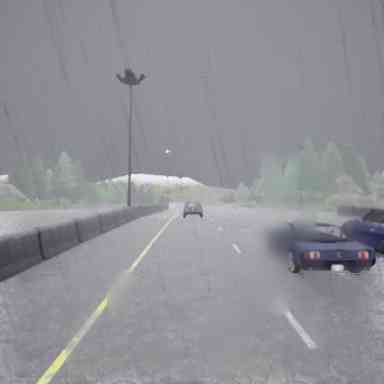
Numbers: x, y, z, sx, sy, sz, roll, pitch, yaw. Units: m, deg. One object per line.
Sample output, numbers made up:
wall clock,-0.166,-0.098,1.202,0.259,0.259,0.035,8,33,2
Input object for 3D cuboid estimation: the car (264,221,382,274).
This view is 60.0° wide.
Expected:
car,3.599,1.579,10.425,1.895,1.301,4.718,0,0,0

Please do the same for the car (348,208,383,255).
car,7.098,1.327,11.769,2.097,1.767,4.553,0,0,0

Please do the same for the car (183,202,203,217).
car,0.095,1.660,32.187,2.033,1.411,5.357,0,-2,0
